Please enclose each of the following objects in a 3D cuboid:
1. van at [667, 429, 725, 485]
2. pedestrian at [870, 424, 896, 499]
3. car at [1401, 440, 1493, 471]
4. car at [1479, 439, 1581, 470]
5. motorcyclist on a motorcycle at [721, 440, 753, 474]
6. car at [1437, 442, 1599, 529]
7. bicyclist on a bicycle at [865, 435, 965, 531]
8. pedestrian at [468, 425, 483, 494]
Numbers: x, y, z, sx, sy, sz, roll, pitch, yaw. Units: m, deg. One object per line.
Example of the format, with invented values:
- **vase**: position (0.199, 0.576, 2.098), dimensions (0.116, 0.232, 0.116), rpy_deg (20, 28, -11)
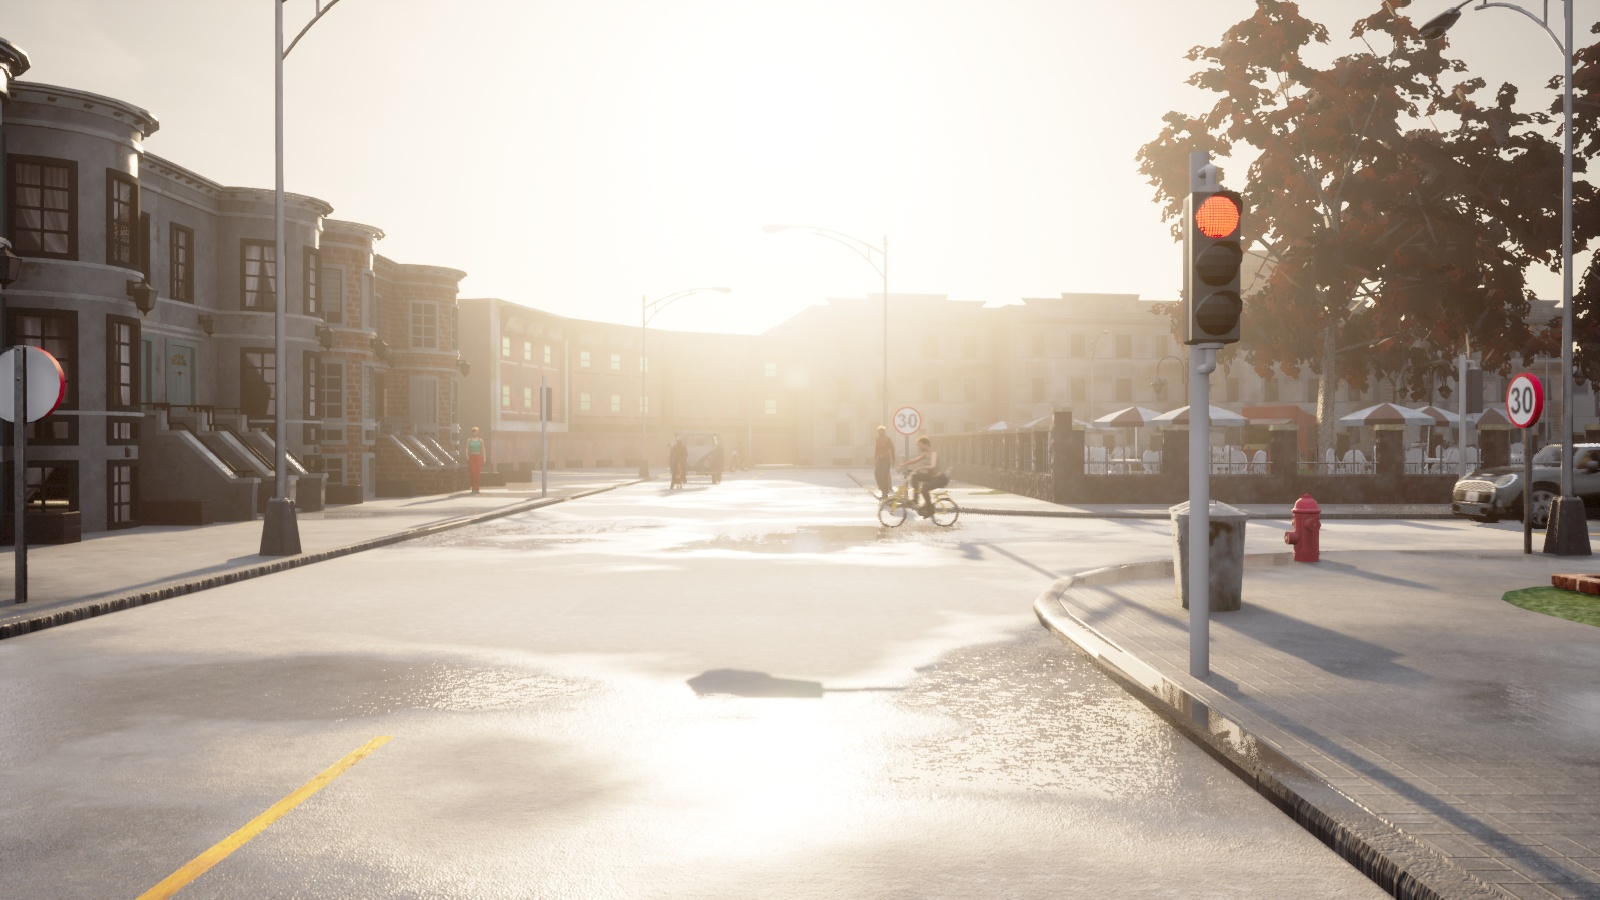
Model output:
- **van**: position (-3.846, 0.230, 47.095), dimensions (1.775, 1.987, 4.442), rpy_deg (0, 0, 0)
- **pedestrian**: position (2.053, 0.285, 31.058), dimensions (0.331, 1.846, 0.636), rpy_deg (0, 0, 42)
- **car**: position (34.761, 0.292, 67.510), dimensions (3.988, 1.617, 1.851), rpy_deg (0, 0, 0)
- **car**: position (41.512, 0.235, 71.499), dimensions (4.553, 1.767, 2.097), rpy_deg (0, 0, 0)
- **motorcyclist on a motorcycle**: position (-3.187, 0.336, 63.817), dimensions (0.766, 1.649, 2.350), rpy_deg (1, 1, 20)
- **car**: position (13.721, 0.597, 22.309), dimensions (3.806, 1.475, 1.970), rpy_deg (0, 0, 0)
- **bicyclist on a bicycle**: position (1.993, 0.561, 21.926), dimensions (1.509, 1.612, 0.866), rpy_deg (0, 2, -14)
- **pedestrian**: position (-8.822, 0.255, 34.128), dimensions (0.345, 1.836, 0.594), rpy_deg (0, 0, -11)
